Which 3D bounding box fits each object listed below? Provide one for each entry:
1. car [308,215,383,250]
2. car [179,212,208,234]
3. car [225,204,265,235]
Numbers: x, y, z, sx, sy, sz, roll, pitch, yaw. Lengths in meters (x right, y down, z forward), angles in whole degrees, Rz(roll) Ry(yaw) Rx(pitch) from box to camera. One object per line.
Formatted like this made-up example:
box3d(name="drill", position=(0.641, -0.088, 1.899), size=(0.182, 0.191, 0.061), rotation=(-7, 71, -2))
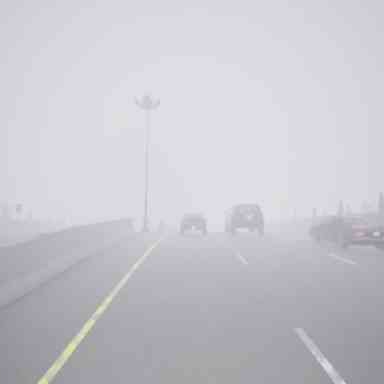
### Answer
box3d(name="car", position=(7.097, 1.771, 15.298), size=(2.033, 1.411, 5.357), rotation=(0, -2, 0))
box3d(name="car", position=(0.095, 2.256, 24.096), size=(1.837, 1.490, 4.892), rotation=(0, -4, 0))
box3d(name="car", position=(3.596, 1.923, 23.451), size=(2.150, 2.045, 5.566), rotation=(0, -4, 0))
